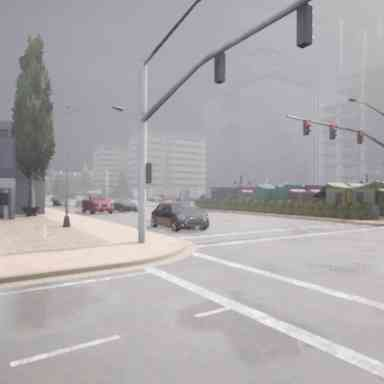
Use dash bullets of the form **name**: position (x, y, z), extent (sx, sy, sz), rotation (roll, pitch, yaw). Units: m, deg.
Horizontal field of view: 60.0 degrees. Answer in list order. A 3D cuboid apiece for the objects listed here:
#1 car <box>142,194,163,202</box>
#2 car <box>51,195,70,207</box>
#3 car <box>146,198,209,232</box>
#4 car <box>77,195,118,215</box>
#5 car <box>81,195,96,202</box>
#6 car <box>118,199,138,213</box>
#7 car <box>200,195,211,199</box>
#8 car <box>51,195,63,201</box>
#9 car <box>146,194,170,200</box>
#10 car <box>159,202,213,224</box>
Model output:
- **car**: position (-9.544, 1.446, 80.827), extent (4.605, 1.855, 1.932), rotation (1, 0, -34)
- **car**: position (-20.451, 1.615, 51.847), extent (2.128, 1.511, 4.902), rotation (1, 0, -32)
- **car**: position (-0.834, 1.438, 20.722), extent (2.097, 1.767, 4.553), rotation (1, -1, -31)
- **car**: position (-10.160, 1.312, 35.516), extent (2.150, 2.045, 5.566), rotation (1, 0, -32)
- **car**: position (-23.823, 1.526, 76.499), extent (1.837, 1.490, 4.892), rotation (1, 0, -34)
- **car**: position (-7.812, 1.596, 38.345), extent (1.882, 1.535, 5.008), rotation (1, 0, -32)
- **car**: position (3.024, 1.444, 62.142), extent (3.866, 1.878, 1.905), rotation (1, 0, -34)
- **car**: position (-35.699, 1.641, 87.688), extent (1.882, 1.535, 5.008), rotation (1, 0, -35)
- **car**: position (-7.972, 1.448, 78.396), extent (3.866, 1.878, 1.905), rotation (1, 0, -34)
- **car**: position (-0.589, 1.604, 26.997), extent (2.128, 1.511, 4.902), rotation (1, 0, -32)
